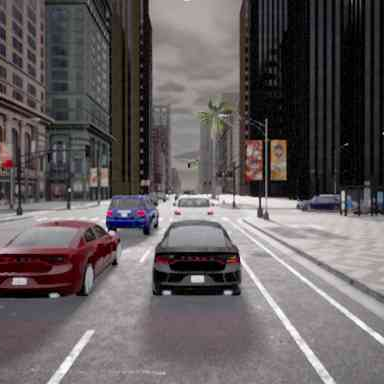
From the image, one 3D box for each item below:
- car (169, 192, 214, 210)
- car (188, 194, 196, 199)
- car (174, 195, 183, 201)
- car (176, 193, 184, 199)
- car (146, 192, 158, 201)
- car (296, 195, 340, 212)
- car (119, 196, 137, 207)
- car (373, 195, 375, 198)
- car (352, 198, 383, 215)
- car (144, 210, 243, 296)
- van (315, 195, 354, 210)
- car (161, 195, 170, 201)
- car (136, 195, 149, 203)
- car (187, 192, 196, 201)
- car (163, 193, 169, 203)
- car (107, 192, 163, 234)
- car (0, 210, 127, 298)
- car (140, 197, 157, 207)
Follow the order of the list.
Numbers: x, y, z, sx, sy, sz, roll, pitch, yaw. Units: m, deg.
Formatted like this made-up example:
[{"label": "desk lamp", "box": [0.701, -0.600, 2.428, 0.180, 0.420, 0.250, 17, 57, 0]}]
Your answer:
[{"label": "car", "box": [0.088, 1.195, 18.632, 2.150, 2.045, 5.566, 0, 0, 0]}, {"label": "car", "box": [-0.065, 1.267, 92.541, 2.033, 1.411, 5.357, 0, 0, 0]}, {"label": "car", "box": [-3.308, 1.383, 81.703, 1.837, 1.490, 4.892, 0, 0, 0]}, {"label": "car", "box": [-3.314, 1.066, 92.092, 2.097, 1.767, 4.553, 0, 0, 0]}, {"label": "car", "box": [-9.808, 1.114, 81.854, 2.150, 2.045, 5.566, 0, 0, 0]}, {"label": "car", "box": [14.079, 1.284, 37.198, 4.553, 1.767, 2.097, 0, 0, 0]}, {"label": "car", "box": [-9.917, 1.419, 51.903, 2.128, 1.511, 4.902, 0, 0, -3]}, {"label": "car", "box": [22.715, 1.229, 39.868, 5.009, 1.841, 2.192, 0, 0, 0]}, {"label": "car", "box": [17.048, 1.505, 31.339, 4.403, 1.369, 2.008, 0, 0, 0]}, {"label": "car", "box": [0.092, 1.465, 8.673, 1.882, 1.535, 5.008, 0, 0, 0]}, {"label": "van", "box": [17.038, 1.259, 39.863, 3.998, 1.788, 1.690, 0, 0, 0]}, {"label": "car", "box": [-6.558, 1.483, 81.966, 1.895, 1.301, 4.718, 0, 0, 0]}, {"label": "car", "box": [-9.818, 1.436, 66.616, 1.812, 1.442, 4.674, 0, 0, 0]}, {"label": "car", "box": [-0.058, 1.108, 82.151, 2.150, 2.045, 5.566, 0, 0, 0]}, {"label": "car", "box": [-6.548, 1.129, 69.078, 2.150, 2.045, 5.566, 0, 0, 0]}, {"label": "car", "box": [-3.192, 1.195, 18.690, 2.150, 2.045, 5.566, 0, 0, 2]}, {"label": "car", "box": [-3.156, 1.465, 8.538, 1.882, 1.535, 5.008, 0, 0, 0]}, {"label": "car", "box": [-6.626, 1.531, 51.160, 1.895, 1.301, 4.718, 0, 0, 0]}]
